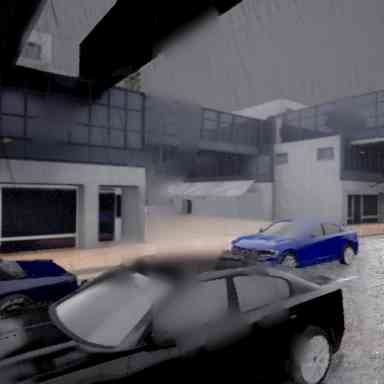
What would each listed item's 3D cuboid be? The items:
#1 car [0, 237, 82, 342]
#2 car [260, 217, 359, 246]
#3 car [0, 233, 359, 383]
[{"bbox_3d":[-4.386,1.605,5.146,4.718,1.301,1.895,1,-1,-36],"label":"car"},{"bbox_3d":[3.431,1.614,10.790,5.008,1.535,1.882,1,-1,-36],"label":"car"},{"bbox_3d":[-0.253,1.511,3.816,5.008,1.535,1.882,1,-1,-36],"label":"car"}]
